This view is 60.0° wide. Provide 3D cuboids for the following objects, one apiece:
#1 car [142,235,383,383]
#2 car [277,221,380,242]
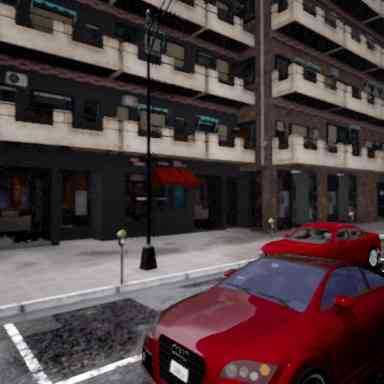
[{"bbox_3d":[1.431,1.593,4.544,4.181,1.385,1.994,0,-1,-38],"label":"car"},{"bbox_3d":[3.861,1.598,9.751,4.507,1.381,1.887,0,0,-38],"label":"car"}]
